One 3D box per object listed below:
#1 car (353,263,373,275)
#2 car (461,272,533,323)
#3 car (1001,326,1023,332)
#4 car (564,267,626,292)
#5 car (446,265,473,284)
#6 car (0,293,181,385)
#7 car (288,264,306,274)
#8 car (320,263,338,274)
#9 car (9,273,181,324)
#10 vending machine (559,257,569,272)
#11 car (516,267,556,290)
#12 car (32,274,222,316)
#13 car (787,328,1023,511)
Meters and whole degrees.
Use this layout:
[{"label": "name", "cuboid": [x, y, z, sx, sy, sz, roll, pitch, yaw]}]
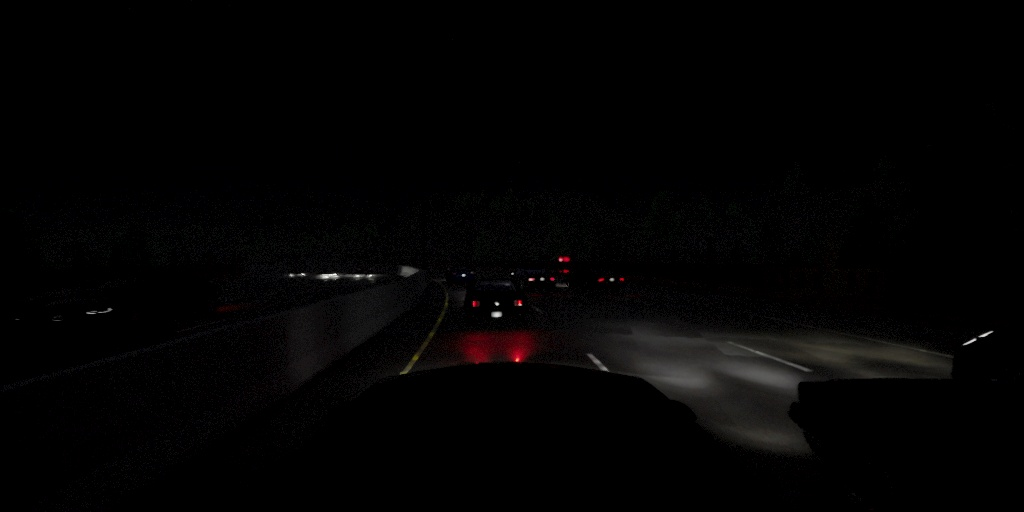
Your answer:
[{"label": "car", "cuboid": [-19.253, 1.648, 46.384, 1.812, 1.442, 4.674, 0, -1, -30]}, {"label": "car", "cuboid": [-0.674, 1.395, 12.448, 1.895, 1.301, 4.718, 0, 0, -6]}, {"label": "car", "cuboid": [6.906, 1.073, 2.829, 2.097, 1.767, 4.553, 0, 0, -1]}, {"label": "car", "cuboid": [4.911, 1.350, 21.865, 2.033, 1.411, 5.357, 0, 0, -12]}, {"label": "car", "cuboid": [-4.304, 1.463, 29.544, 1.994, 1.385, 4.181, 0, 0, -17]}, {"label": "car", "cuboid": [-7.253, 1.397, 4.501, 1.895, 1.301, 4.718, 0, 0, -3]}, {"label": "car", "cuboid": [-31.092, 1.854, 51.775, 1.994, 1.385, 4.181, 0, 0, -36]}, {"label": "car", "cuboid": [-25.566, 1.706, 49.987, 2.128, 1.511, 4.902, 0, 0, -33]}, {"label": "car", "cuboid": [-15.146, 1.446, 13.476, 1.994, 1.385, 4.181, 0, 0, -9]}, {"label": "vending machine", "cuboid": [6.404, 1.086, 44.099, 1.100, 2.100, 0.880, 0, 0, -22]}, {"label": "car", "cuboid": [1.181, 1.376, 22.691, 2.033, 1.411, 5.357, 0, 0, -12]}, {"label": "car", "cuboid": [-11.309, 1.353, 11.091, 1.837, 1.490, 4.892, 0, 0, -7]}, {"label": "car", "cuboid": [3.484, 1.332, 1.168, 1.895, 1.301, 4.718, 0, 0, 0]}]
